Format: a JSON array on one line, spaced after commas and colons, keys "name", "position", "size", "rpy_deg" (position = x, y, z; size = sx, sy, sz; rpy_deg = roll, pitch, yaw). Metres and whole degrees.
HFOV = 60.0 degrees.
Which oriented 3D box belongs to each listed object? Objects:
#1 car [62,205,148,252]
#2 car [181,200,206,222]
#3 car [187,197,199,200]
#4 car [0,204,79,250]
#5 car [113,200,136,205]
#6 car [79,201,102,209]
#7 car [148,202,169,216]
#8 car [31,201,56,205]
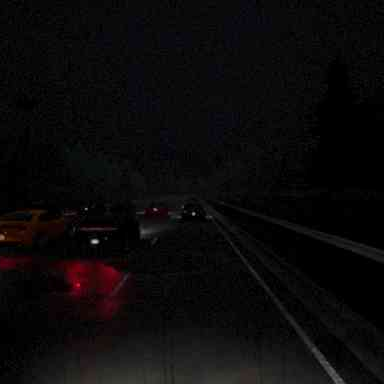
[{"name": "car", "position": [-3.398, 1.524, 14.072], "size": [2.128, 1.511, 4.902], "rpy_deg": [0, 0, 0]}, {"name": "car", "position": [0.108, 1.628, 27.278], "size": [1.994, 1.385, 4.181], "rpy_deg": [0, 0, -1]}, {"name": "car", "position": [0.103, 1.451, 42.559], "size": [2.097, 1.767, 4.553], "rpy_deg": [0, 0, 0]}, {"name": "car", "position": [-6.899, 1.512, 14.591], "size": [1.882, 1.535, 5.008], "rpy_deg": [0, 0, 0]}, {"name": "car", "position": [-6.916, 1.586, 33.679], "size": [1.837, 1.490, 4.892], "rpy_deg": [0, 0, 0]}, {"name": "car", "position": [-10.413, 1.647, 34.756], "size": [1.994, 1.385, 4.181], "rpy_deg": [0, 0, 0]}, {"name": "car", "position": [-3.420, 1.643, 33.286], "size": [1.994, 1.385, 4.181], "rpy_deg": [0, 0, 0]}, {"name": "car", "position": [-13.925, 1.582, 31.740], "size": [1.837, 1.490, 4.892], "rpy_deg": [0, 0, 0]}]
